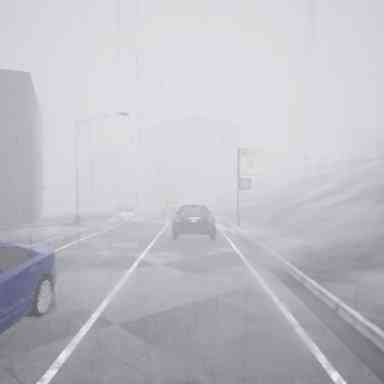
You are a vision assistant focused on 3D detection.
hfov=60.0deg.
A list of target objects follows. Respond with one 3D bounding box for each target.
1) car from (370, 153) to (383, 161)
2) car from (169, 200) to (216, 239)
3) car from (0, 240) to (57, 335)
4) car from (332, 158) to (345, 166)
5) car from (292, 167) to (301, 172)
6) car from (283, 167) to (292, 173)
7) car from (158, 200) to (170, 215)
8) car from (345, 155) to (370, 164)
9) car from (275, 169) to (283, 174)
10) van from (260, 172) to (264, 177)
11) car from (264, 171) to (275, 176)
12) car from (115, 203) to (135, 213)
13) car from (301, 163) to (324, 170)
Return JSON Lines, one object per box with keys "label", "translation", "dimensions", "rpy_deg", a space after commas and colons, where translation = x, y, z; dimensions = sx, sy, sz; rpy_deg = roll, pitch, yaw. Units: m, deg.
{"label": "car", "translation": [22.080, -3.824, 36.303], "dimensions": [2.002, 1.452, 4.674], "rpy_deg": [0, 1, -3]}
{"label": "car", "translation": [0.083, 1.393, 17.774], "dimensions": [2.097, 1.767, 4.553], "rpy_deg": [0, 0, 0]}
{"label": "car", "translation": [-3.607, 1.476, 4.594], "dimensions": [1.882, 1.535, 5.008], "rpy_deg": [0, 0, 0]}
{"label": "car", "translation": [21.714, -4.039, 47.363], "dimensions": [2.231, 1.521, 4.892], "rpy_deg": [0, 1, -1]}
{"label": "car", "translation": [21.350, -4.195, 63.793], "dimensions": [2.002, 1.452, 4.674], "rpy_deg": [0, 1, -1]}
{"label": "car", "translation": [21.224, -4.426, 69.466], "dimensions": [2.185, 1.767, 4.553], "rpy_deg": [0, 1, -1]}
{"label": "car", "translation": [-2.658, 1.723, 39.432], "dimensions": [2.097, 1.767, 4.553], "rpy_deg": [0, -1, -15]}
{"label": "car", "translation": [21.845, -3.960, 41.845], "dimensions": [2.231, 1.521, 4.892], "rpy_deg": [0, 1, -1]}
{"label": "car", "translation": [21.102, -4.487, 74.985], "dimensions": [2.185, 1.767, 4.553], "rpy_deg": [0, 1, -1]}
{"label": "van", "translation": [20.738, -4.743, 91.394], "dimensions": [1.878, 1.987, 4.442], "rpy_deg": [0, 0, -1]}
{"label": "car", "translation": [20.857, -4.470, 85.999], "dimensions": [2.231, 1.521, 4.892], "rpy_deg": [0, 1, -1]}
{"label": "car", "translation": [-9.615, 2.249, 47.462], "dimensions": [1.994, 1.385, 4.181], "rpy_deg": [-1, -2, -26]}
{"label": "car", "translation": [21.472, -4.296, 58.300], "dimensions": [2.185, 1.767, 4.553], "rpy_deg": [0, 1, -1]}
